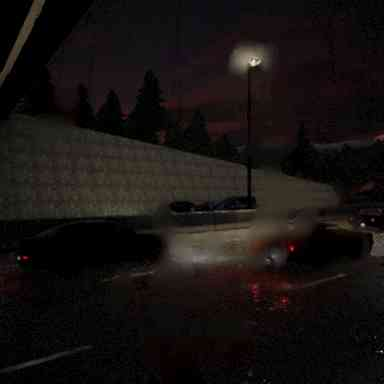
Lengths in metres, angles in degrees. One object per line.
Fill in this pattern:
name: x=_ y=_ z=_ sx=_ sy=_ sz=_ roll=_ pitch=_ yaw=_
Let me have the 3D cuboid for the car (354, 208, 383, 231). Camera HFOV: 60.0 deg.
car: x=12.275 y=1.726 z=21.824 sx=4.718 sy=1.301 sz=1.895 roll=0 pitch=-1 yaw=-37

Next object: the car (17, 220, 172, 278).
car: x=-2.830 y=1.607 z=10.384 sx=4.674 sy=1.442 sz=1.812 roll=0 pitch=0 yaw=-37

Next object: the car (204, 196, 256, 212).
car: x=4.331 y=1.448 z=33.616 sx=5.566 sy=2.045 sz=2.150 roll=0 pitch=-1 yaw=-37

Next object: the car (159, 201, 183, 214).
car: x=-1.512 y=1.776 z=37.970 sx=4.892 sy=1.490 sz=1.837 roll=0 pitch=-1 yaw=-37

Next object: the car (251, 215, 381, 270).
car: x=4.299 y=1.672 z=11.394 sx=4.718 sy=1.301 sz=1.895 roll=0 pitch=0 yaw=-37

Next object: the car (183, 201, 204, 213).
car: x=1.926 y=1.741 z=36.180 sx=4.902 sy=1.511 sz=2.128 roll=0 pitch=0 yaw=-37

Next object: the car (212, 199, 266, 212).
car: x=4.564 y=1.688 z=29.401 sx=4.902 sy=1.511 sz=2.128 roll=0 pitch=-1 yaw=-37
